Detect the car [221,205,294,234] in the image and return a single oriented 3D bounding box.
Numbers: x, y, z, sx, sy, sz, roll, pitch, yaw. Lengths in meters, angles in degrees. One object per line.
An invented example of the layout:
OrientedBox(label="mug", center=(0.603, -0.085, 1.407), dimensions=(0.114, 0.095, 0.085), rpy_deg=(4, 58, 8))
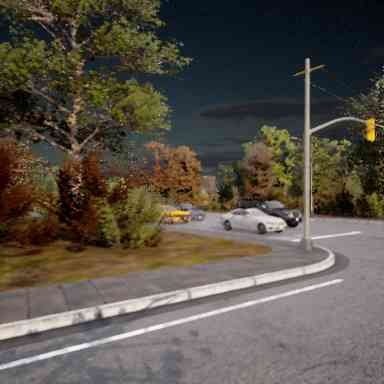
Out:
OrientedBox(label="car", center=(3.773, 1.775, 21.103), dimensions=(1.812, 1.442, 4.674), rpy_deg=(1, -1, -38))

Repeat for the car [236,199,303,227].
OrientedBox(label="car", center=(5.456, 1.531, 24.700), dimensions=(2.150, 2.045, 5.566), rpy_deg=(1, -1, -37))

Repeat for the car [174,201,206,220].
OrientedBox(label="car", center=(-0.782, 1.794, 31.966), dimensions=(2.097, 1.767, 4.553), rpy_deg=(1, -2, -42))

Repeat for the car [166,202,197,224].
OrientedBox(label="car", center=(-2.173, 1.850, 28.315), dimensions=(1.882, 1.535, 5.008), rpy_deg=(1, -2, -42))
